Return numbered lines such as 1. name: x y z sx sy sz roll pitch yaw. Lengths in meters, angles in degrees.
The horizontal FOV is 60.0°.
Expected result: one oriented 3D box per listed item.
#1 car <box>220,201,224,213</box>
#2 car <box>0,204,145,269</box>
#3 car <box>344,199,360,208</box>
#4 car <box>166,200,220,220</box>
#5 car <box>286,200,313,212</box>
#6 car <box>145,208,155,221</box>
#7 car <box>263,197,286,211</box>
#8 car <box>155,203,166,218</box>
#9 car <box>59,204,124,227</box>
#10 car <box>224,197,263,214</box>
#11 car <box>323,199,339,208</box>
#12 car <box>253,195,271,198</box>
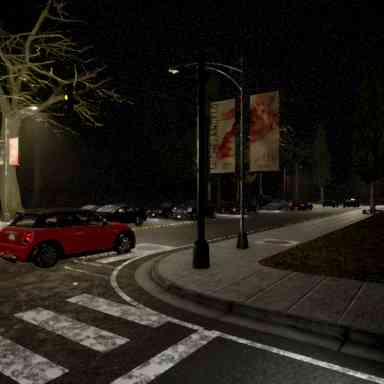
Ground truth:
1. car: 3.814 1.777 40.035 1.895 1.301 4.718 0 0 35
2. car: -4.084 1.380 11.541 2.097 1.767 4.553 0 -1 35
3. car: 26.362 1.889 54.788 2.128 1.511 4.902 0 -1 35
4. car: 0.215 1.473 29.277 2.097 1.767 4.553 0 0 35
5. car: 14.320 1.775 43.322 1.812 1.442 4.674 0 0 35
6. car: -5.035 1.567 21.821 2.128 1.511 4.902 0 0 35
7. car: 11.821 1.773 45.694 1.812 1.442 4.674 0 0 36
8. car: -1.915 1.667 31.887 2.033 1.411 5.357 0 0 35
9. car: -7.245 1.637 24.342 1.994 1.385 4.181 0 0 36
10. car: 5.870 1.681 37.303 1.837 1.490 4.892 0 0 35
11. car: 23.486 1.917 56.362 1.812 1.442 4.674 0 -1 35
12. car: 9.898 1.472 48.600 2.150 2.045 5.566 0 0 38
